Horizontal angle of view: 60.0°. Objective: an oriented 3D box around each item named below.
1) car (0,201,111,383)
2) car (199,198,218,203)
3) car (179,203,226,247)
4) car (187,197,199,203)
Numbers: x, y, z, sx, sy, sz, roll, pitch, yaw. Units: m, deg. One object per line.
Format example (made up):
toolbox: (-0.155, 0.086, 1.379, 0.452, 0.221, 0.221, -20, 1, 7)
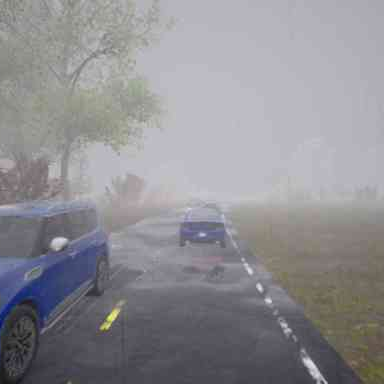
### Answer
car: (-3.008, 1.222, 5.653, 2.150, 2.045, 5.566, 0, 0, 1)
car: (2.075, 1.548, 36.087, 1.812, 1.442, 4.674, 0, 0, 6)
car: (0.498, 1.488, 15.210, 1.882, 1.535, 5.008, 0, 0, 2)
car: (0.418, 1.520, 48.935, 2.128, 1.511, 4.902, 0, 0, 8)
